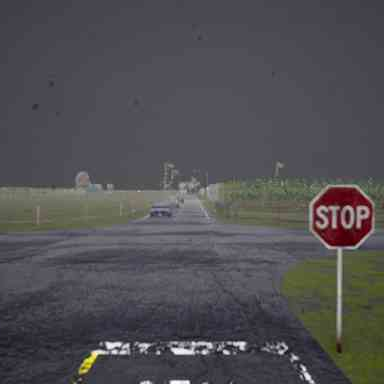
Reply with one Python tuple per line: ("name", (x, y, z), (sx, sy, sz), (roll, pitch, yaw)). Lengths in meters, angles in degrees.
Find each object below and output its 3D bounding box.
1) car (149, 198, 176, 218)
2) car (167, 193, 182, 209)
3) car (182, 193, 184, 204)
("car", (-2.775, 1.544, 30.743), (2.033, 1.411, 5.357), (0, 0, -1))
("car", (-2.781, 1.341, 45.475), (2.097, 1.767, 4.553), (0, 0, 0))
("car", (-2.679, 1.196, 64.949), (2.150, 2.045, 5.566), (0, 0, 0))
